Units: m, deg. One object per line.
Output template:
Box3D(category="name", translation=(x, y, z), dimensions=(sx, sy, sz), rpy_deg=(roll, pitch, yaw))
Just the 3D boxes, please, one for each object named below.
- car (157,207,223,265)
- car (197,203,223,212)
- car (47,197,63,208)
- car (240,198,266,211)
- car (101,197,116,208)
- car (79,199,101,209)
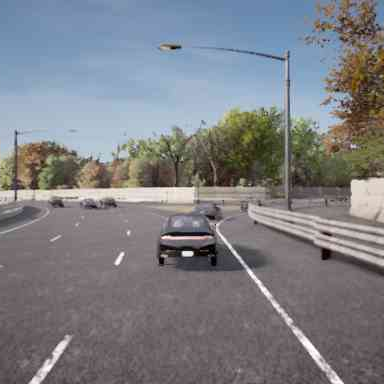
Box3D(category="car", translation=(-0.153, 1.506, 11.685), dimensions=(2.128, 1.511, 4.902), rpy_deg=(0, 0, -1))
Box3D(category="car", translation=(1.375, 1.594, 28.278), dimensions=(1.994, 1.385, 4.181), rpy_deg=(0, 0, 15))
Box3D(category="car", translation=(-21.471, 1.634, 52.279), dimensions=(1.837, 1.490, 4.892), rpy_deg=(0, 0, -30))
Box3D(category="car", translation=(7.668, 1.518, 41.390), dimensions=(2.128, 1.511, 4.902), rpy_deg=(-1, 0, 35))
Box3D(category="car", translation=(-13.171, 1.608, 51.758), dimensions=(1.837, 1.490, 4.892), rpy_deg=(0, 0, -27))
Box3D(category="car", translation=(-14.829, 1.650, 47.402), dimensions=(2.033, 1.411, 5.357), rpy_deg=(0, 0, -25))
